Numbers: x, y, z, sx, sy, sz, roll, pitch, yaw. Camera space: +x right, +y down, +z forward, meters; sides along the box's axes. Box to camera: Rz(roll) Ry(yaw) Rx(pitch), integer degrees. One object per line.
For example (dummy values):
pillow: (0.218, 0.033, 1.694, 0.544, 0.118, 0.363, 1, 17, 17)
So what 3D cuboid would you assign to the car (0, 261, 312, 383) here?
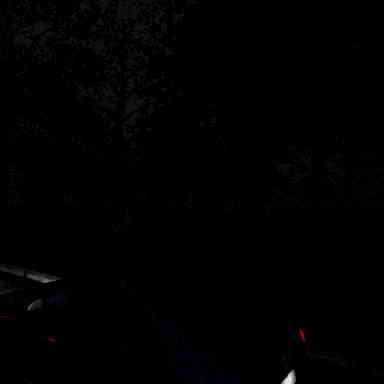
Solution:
car: (-0.822, 1.566, 3.959, 4.181, 1.385, 1.994, 0, 0, 36)
